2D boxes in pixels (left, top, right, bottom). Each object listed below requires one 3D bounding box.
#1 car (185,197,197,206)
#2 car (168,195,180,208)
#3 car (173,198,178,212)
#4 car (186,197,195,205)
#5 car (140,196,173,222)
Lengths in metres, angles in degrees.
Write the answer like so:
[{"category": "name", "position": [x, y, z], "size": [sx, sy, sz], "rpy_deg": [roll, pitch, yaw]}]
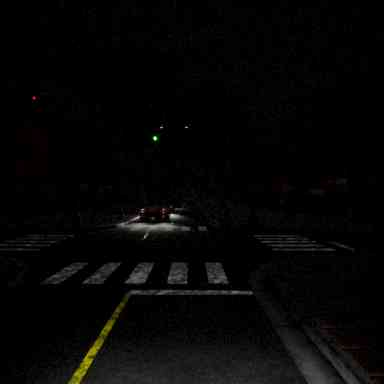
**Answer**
[{"category": "car", "position": [-0.206, 1.788, 58.800], "size": [1.812, 1.442, 4.674], "rpy_deg": [0, 0, 0]}, {"category": "car", "position": [-3.017, 1.439, 52.858], "size": [2.150, 2.045, 5.566], "rpy_deg": [0, 0, 0]}, {"category": "car", "position": [-2.981, 1.725, 38.210], "size": [1.895, 1.301, 4.718], "rpy_deg": [0, 0, 0]}, {"category": "car", "position": [-0.241, 1.851, 68.816], "size": [1.837, 1.490, 4.892], "rpy_deg": [0, -1, 0]}, {"category": "car", "position": [-2.942, 1.418, 27.138], "size": [2.097, 1.767, 4.553], "rpy_deg": [0, 0, 0]}]
